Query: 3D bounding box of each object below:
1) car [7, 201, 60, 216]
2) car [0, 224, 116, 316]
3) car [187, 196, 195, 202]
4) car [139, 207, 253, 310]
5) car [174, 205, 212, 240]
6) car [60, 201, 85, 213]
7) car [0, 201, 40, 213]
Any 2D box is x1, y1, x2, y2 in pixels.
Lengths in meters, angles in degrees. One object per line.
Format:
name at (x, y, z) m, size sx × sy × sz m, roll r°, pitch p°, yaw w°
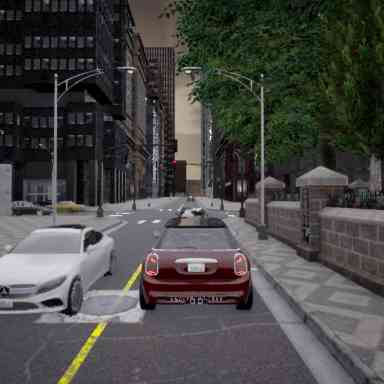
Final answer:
car at (-14.744, 1.518, 30.019) m, size 4.403 × 1.369 × 2.008 m, roll 0°, pitch -1°, yaw 0°
car at (-3.024, 1.530, 7.657) m, size 1.812 × 1.442 × 4.674 m, roll 0°, pitch 0°, yaw 0°
car at (-0.288, 1.725, 81.283) m, size 1.812 × 1.442 × 4.674 m, roll 0°, pitch 0°, yaw 0°
car at (0.070, 1.357, 7.985) m, size 2.097 × 1.767 × 4.553 m, roll 0°, pitch 0°, yaw 0°
car at (0.033, 1.541, 18.112) m, size 1.812 × 1.442 × 4.674 m, roll 0°, pitch 0°, yaw 0°
car at (-14.906, 1.676, 38.543) m, size 4.829 × 1.417 × 1.752 m, roll 0°, pitch -1°, yaw 0°
car at (-20.249, 1.708, 38.552) m, size 4.403 × 1.369 × 2.008 m, roll 0°, pitch -1°, yaw 0°
